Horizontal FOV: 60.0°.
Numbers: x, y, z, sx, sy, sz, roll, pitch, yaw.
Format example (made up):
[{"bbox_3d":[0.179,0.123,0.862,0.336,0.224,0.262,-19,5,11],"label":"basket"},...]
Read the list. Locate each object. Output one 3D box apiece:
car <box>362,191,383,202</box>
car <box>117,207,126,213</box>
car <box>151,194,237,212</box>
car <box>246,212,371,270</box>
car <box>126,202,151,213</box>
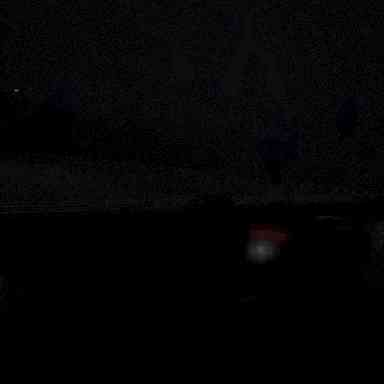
[{"bbox_3d":[28.292,0.837,50.944,5.566,2.045,2.150,-1,0,-36],"label":"car"},{"bbox_3d":[-3.922,1.478,27.022,4.181,1.385,1.994,0,0,-36],"label":"car"},{"bbox_3d":[0.469,1.133,21.549,5.566,2.045,2.150,0,0,-36],"label":"car"},{"bbox_3d":[3.944,1.425,10.871,4.902,1.511,2.128,0,0,-36],"label":"car"},{"bbox_3d":[-1.872,1.391,24.182,5.008,1.535,1.882,0,0,-36],"label":"car"}]
